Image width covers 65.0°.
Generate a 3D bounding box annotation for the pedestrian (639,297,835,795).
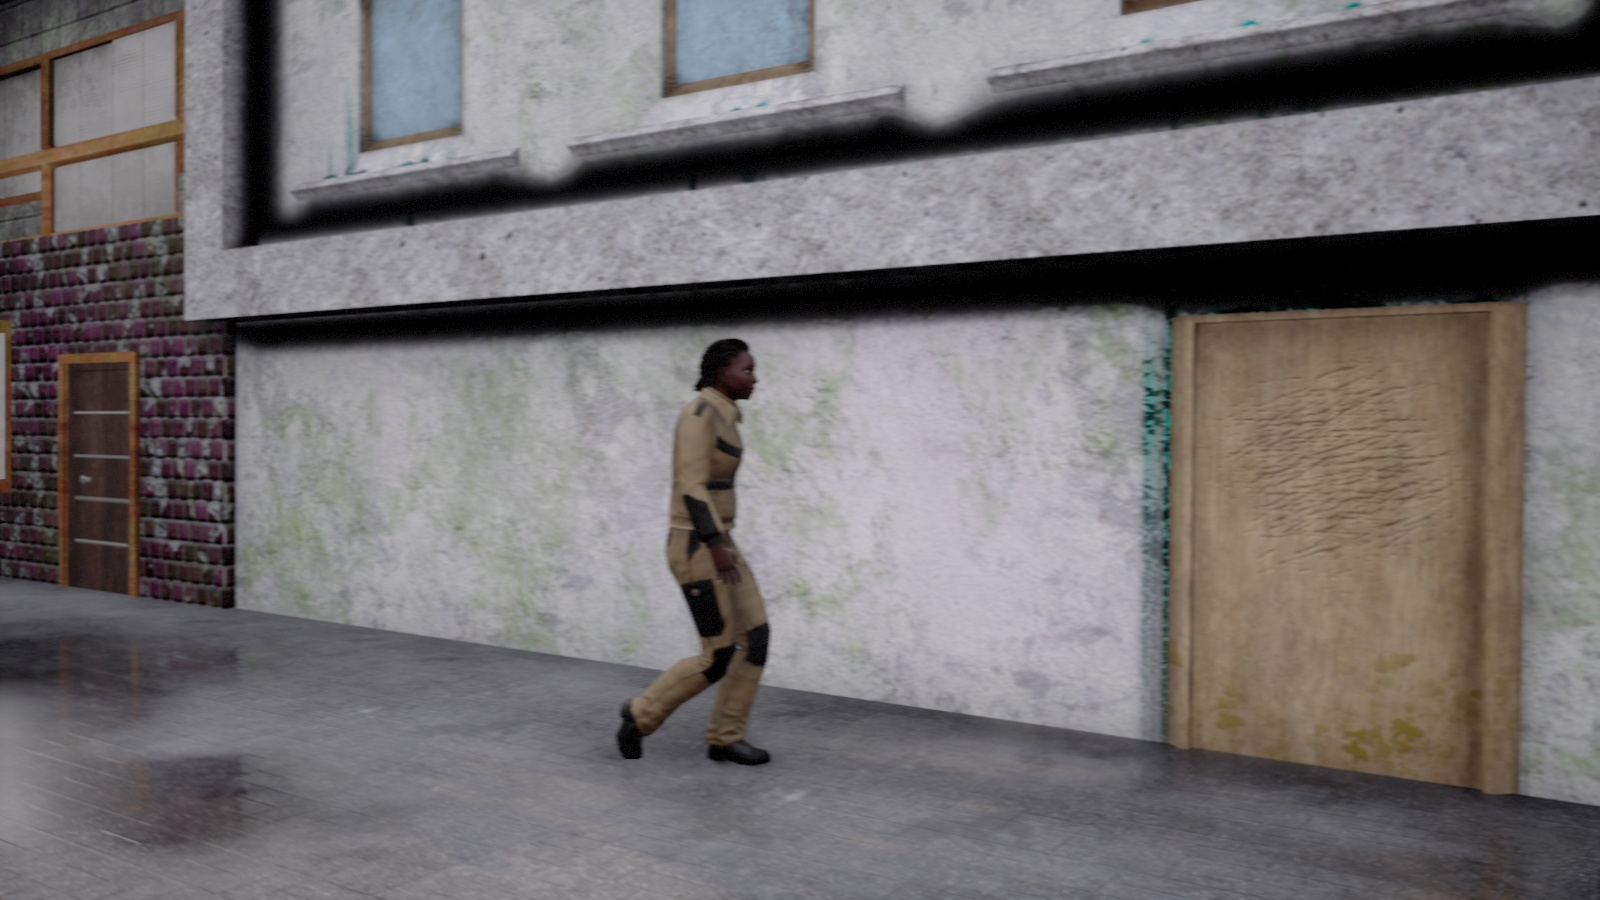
[{"bbox_3d":[-0.251,0.373,5.161,0.692,1.930,0.396,0,1,18],"label":"pedestrian"}]
